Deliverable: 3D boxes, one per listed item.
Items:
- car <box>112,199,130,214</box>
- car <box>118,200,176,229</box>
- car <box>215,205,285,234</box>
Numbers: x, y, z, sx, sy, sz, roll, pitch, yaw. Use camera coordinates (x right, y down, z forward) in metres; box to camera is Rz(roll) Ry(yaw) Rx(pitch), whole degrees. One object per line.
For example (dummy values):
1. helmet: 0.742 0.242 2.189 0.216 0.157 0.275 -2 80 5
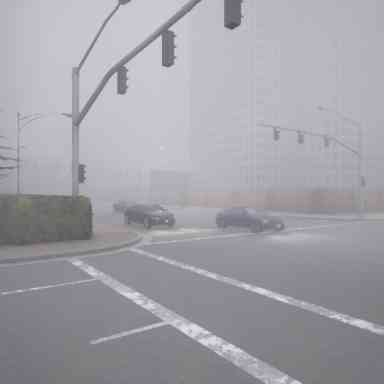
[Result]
1. car: -6.323 1.477 33.039 1.882 1.535 5.008 0 0 -35
2. car: -2.903 1.505 22.098 1.837 1.490 4.892 0 0 -35
3. car: 3.240 1.525 19.472 1.812 1.442 4.674 0 0 -35
